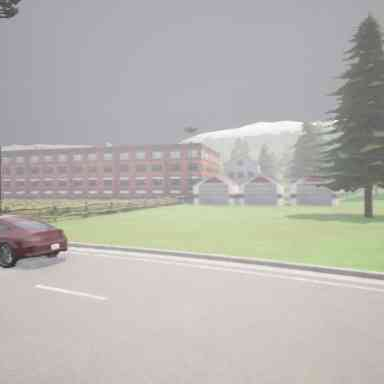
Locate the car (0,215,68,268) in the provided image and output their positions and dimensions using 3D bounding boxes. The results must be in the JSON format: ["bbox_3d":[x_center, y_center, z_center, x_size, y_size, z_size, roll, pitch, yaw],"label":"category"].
[{"bbox_3d":[-6.243,1.489,10.945,4.674,1.442,1.812,0,0,23],"label":"car"}]
